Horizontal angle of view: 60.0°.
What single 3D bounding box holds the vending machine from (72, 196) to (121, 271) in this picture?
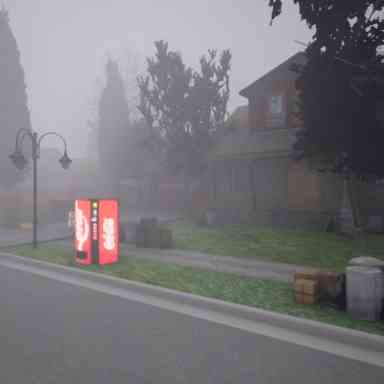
[{"bbox_3d":[-2.888,1.188,10.100,0.880,2.100,1.100,0,0,36],"label":"vending machine"}]
